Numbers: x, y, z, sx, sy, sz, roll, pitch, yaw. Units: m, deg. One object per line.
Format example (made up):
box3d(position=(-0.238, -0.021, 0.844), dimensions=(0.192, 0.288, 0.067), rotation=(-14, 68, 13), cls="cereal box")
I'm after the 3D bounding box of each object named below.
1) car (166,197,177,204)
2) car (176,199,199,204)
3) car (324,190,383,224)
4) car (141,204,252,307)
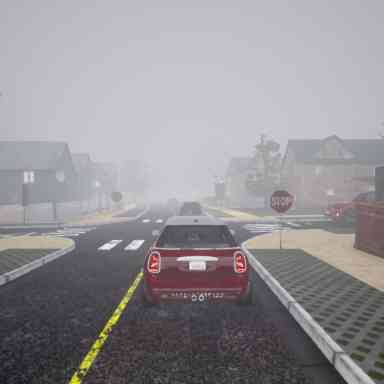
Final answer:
box3d(position=(-3.735, 1.765, 63.224), dimensions=(1.837, 1.490, 4.892), rotation=(0, 0, -10), cls="car")
box3d(position=(-0.079, 1.536, 29.468), dimensions=(1.882, 1.535, 5.008), rotation=(1, 0, 2), cls="car")
box3d(position=(11.554, 0.921, 21.518), dimensions=(5.566, 2.045, 2.150), rotation=(-1, 0, 1), cls="car")
box3d(position=(0.045, 1.353, 8.151), dimensions=(2.097, 1.767, 4.553), rotation=(0, 0, -1), cls="car")
